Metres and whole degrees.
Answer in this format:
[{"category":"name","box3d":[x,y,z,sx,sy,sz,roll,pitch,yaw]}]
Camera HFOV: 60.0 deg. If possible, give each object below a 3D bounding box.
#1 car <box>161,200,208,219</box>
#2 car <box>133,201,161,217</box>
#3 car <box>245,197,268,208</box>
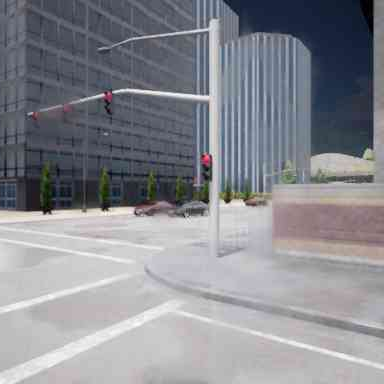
[{"category":"car","box3d":[-0.342,1.560,30.493,1.837,1.490,4.892,0,0,36]},{"category":"car","box3d":[-3.563,1.582,31.979,1.812,1.442,4.674,0,0,35]},{"category":"car","box3d":[9.836,1.533,50.523,1.882,1.535,5.008,0,0,36]}]
